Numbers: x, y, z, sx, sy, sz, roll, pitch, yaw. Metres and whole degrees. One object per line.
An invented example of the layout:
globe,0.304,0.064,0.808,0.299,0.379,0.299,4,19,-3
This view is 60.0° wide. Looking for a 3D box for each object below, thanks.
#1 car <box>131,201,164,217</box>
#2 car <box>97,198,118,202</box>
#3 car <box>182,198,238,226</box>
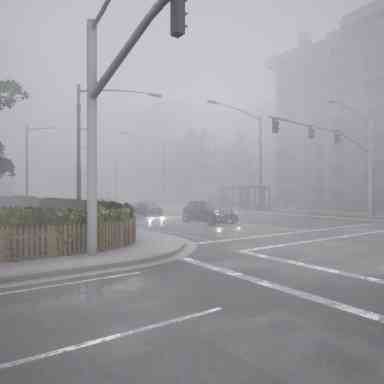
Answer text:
car,-4.444,1.564,31.929,1.994,1.385,4.181,0,0,-35
car,-10.342,1.505,40.492,1.837,1.490,4.892,0,0,-34
car,1.223,1.352,23.747,2.097,1.767,4.553,0,0,-35
